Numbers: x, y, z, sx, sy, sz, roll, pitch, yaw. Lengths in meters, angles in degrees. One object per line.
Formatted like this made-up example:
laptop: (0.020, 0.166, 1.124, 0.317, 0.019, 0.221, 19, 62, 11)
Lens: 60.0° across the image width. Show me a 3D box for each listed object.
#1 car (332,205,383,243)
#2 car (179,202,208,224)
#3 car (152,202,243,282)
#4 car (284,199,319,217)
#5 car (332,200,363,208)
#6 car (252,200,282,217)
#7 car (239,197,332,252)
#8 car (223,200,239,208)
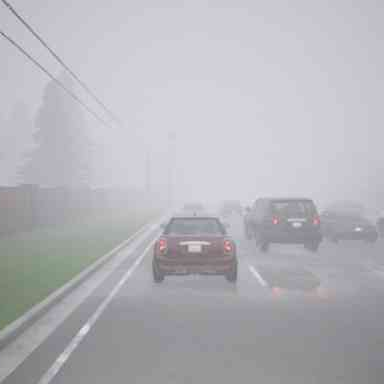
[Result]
car: (7.094, 1.566, 16.202, 1.994, 1.385, 4.181, 0, 0, 0)
car: (0.085, 1.553, 25.950, 2.033, 1.411, 5.357, 0, 0, 0)
car: (0.079, 1.353, 9.965, 2.097, 1.767, 4.553, 0, 0, 0)
car: (10.597, 1.483, 32.600, 1.882, 1.535, 5.008, 0, 0, 0)
car: (14.095, 1.496, 31.041, 2.128, 1.511, 4.902, 0, 0, 0)
car: (7.097, 1.531, 32.044, 1.812, 1.442, 4.674, 0, 0, 0)
car: (3.595, 1.222, 14.089, 2.150, 2.045, 5.566, 0, 0, 0)
car: (3.595, 1.511, 31.076, 1.837, 1.490, 4.892, 0, 0, 0)
